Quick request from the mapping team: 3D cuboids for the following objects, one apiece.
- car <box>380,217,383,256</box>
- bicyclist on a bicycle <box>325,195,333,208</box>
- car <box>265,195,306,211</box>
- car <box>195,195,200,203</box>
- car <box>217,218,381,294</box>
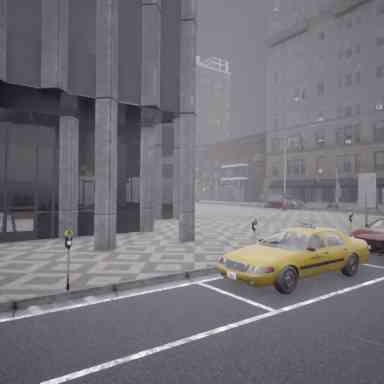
[{"bbox_3d":[7.555,1.548,12.160,4.507,1.381,1.887,0,1,-36],"label":"car"},{"bbox_3d":[16.356,1.159,39.546,1.656,1.620,0.582,0,0,-35],"label":"bicyclist on a bicycle"},{"bbox_3d":[10.395,1.132,37.175,2.097,1.767,4.553,1,0,-35],"label":"car"},{"bbox_3d":[-0.593,1.089,58.195,2.128,1.511,4.902,1,0,-35],"label":"car"},{"bbox_3d":[2.841,1.527,8.790,4.829,1.417,1.752,0,1,-36],"label":"car"}]
